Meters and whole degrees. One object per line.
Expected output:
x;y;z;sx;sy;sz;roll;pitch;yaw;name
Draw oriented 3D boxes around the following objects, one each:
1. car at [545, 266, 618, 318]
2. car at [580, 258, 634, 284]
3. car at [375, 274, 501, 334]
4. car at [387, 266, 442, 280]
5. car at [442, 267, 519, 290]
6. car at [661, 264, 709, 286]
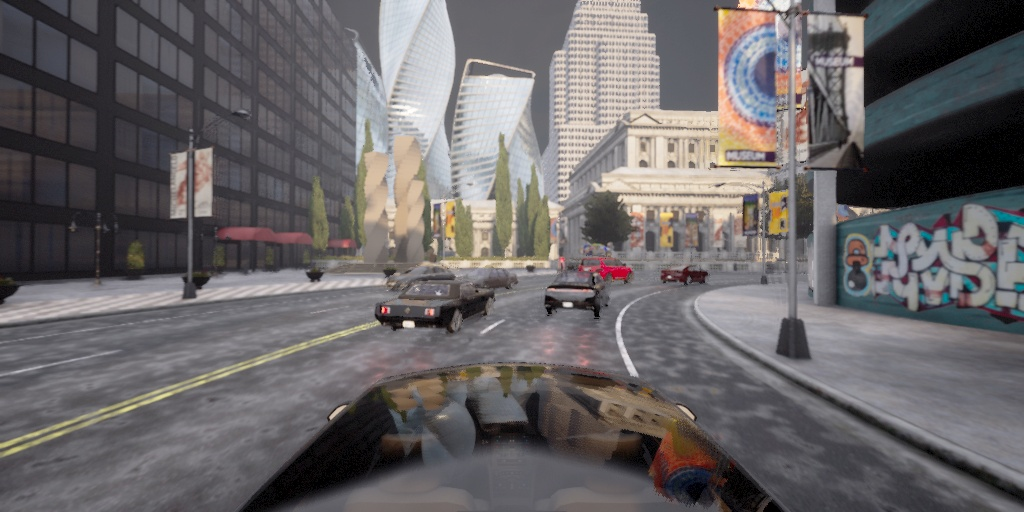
2.582;1.315;13.438;2.128;1.511;4.902;0;0;20;car
7.077;1.135;26.932;2.150;2.045;5.566;0;-1;43;car
-1.979;1.395;10.942;1.895;1.301;4.718;0;0;14;car
-5.390;1.349;21.645;1.837;1.490;4.892;0;-1;27;car
-1.525;1.403;21.562;2.033;1.411;5.357;0;0;29;car
13.564;1.419;27.996;5.008;1.535;1.882;0;-1;-39;car
